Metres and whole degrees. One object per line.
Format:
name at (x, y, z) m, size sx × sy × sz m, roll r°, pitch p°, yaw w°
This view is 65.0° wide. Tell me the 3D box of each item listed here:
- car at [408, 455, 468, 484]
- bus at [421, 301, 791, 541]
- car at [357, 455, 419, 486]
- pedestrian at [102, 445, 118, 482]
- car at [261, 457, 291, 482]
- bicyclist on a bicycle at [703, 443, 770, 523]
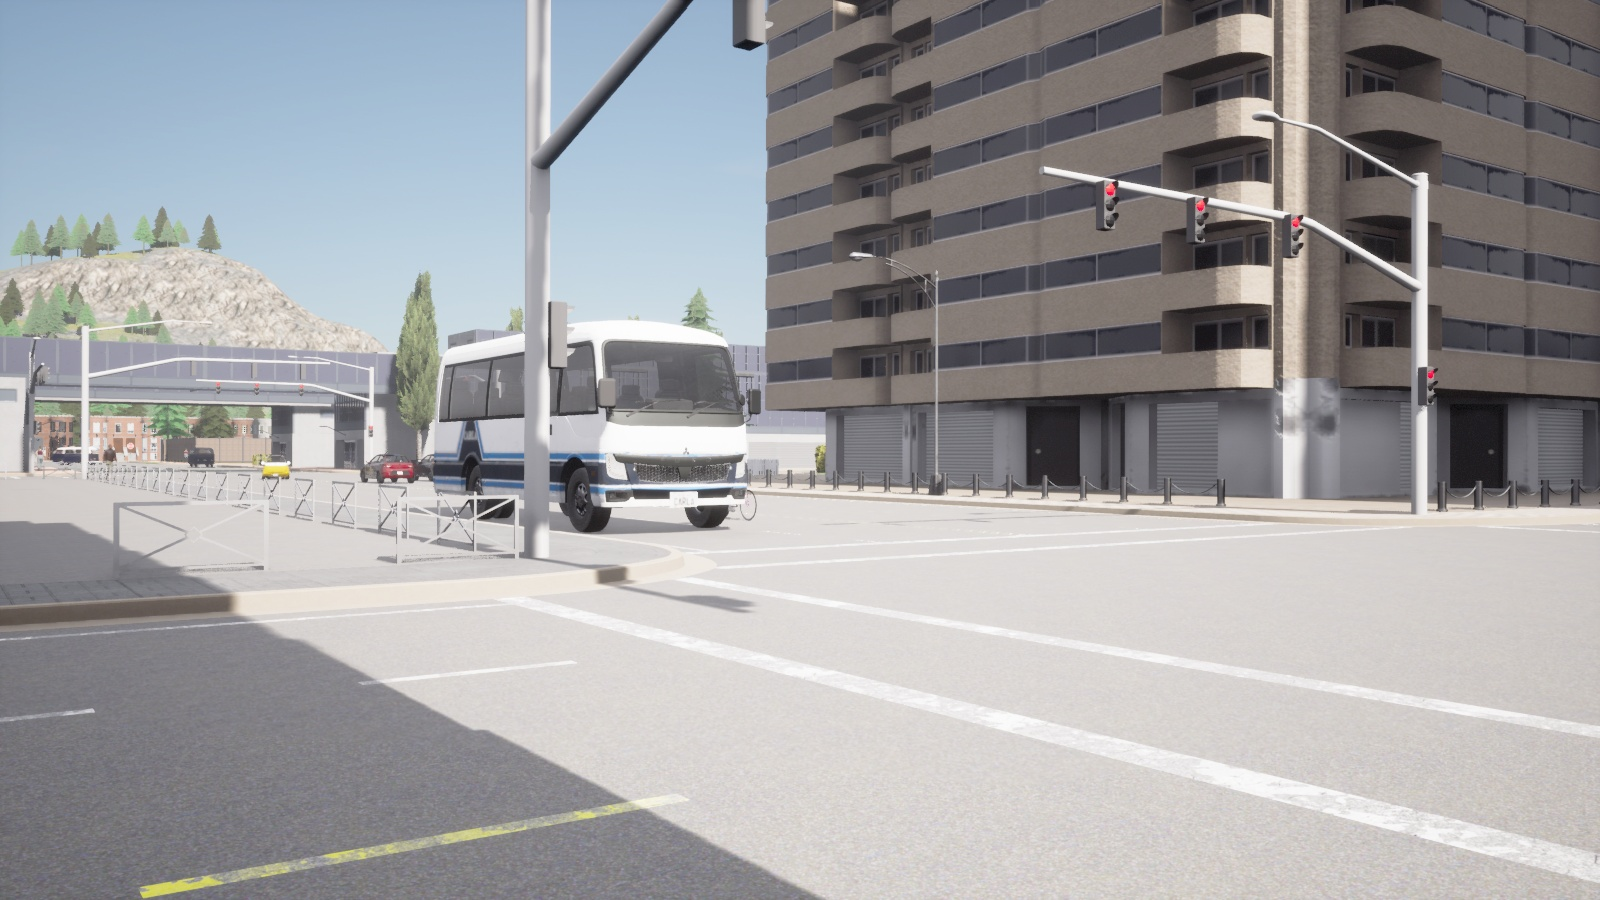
car at (-19.461, 1.020, 67.379) m, size 1.816 × 1.474 × 4.193 m, roll 0°, pitch 0°, yaw -35°
bus at (-4.723, -0.499, 27.579) m, size 3.944 × 4.253 × 10.273 m, roll 0°, pitch 0°, yaw -35°
car at (-20.704, 1.012, 63.020) m, size 1.816 × 1.474 × 4.193 m, roll 0°, pitch 0°, yaw -35°
pedestrian at (-34.955, 0.689, 63.614) m, size 0.703 × 1.840 × 0.431 m, roll 0°, pitch 0°, yaw 37°
car at (-29.112, 1.088, 69.781) m, size 1.481 × 1.376 × 2.207 m, roll 0°, pitch 0°, yaw -24°
bicyclist on a bicycle at (-1.487, 0.745, 29.055) m, size 0.659 × 1.776 × 1.843 m, roll 0°, pitch 0°, yaw -35°
